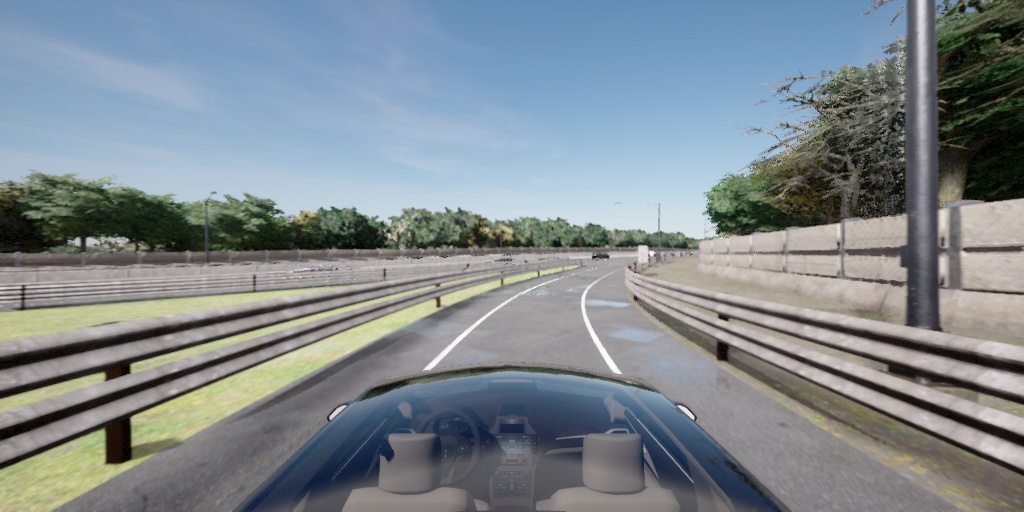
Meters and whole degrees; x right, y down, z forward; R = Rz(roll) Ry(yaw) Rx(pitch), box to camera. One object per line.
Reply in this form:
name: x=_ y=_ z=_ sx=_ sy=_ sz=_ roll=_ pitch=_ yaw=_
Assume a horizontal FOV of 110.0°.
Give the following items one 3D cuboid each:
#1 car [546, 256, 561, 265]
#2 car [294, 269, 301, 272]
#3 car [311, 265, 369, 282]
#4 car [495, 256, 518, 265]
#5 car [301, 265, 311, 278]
car: x=7.650 y=0.657 z=62.785 sx=1.994 sy=1.385 sz=4.181 roll=1 pitch=2 yaw=43
car: x=-22.156 y=1.639 z=41.208 sx=1.895 sy=1.301 sz=4.718 roll=1 pitch=2 yaw=43
car: x=-17.068 y=1.627 z=36.400 sx=2.128 sy=1.511 sz=4.902 roll=1 pitch=2 yaw=43
car: x=-0.848 y=0.700 z=63.952 sx=2.128 sy=1.511 sz=4.902 roll=1 pitch=2 yaw=43
car: x=-19.601 y=1.668 z=38.816 sx=1.895 sy=1.301 sz=4.718 roll=1 pitch=2 yaw=43
